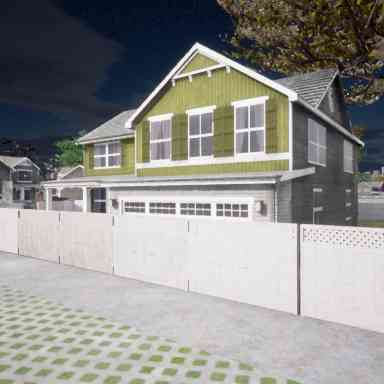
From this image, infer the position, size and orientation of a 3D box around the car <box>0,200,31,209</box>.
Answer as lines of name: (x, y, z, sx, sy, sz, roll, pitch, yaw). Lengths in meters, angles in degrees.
car: (-18.114, 1.596, 32.505, 1.837, 1.490, 4.892, 0, 0, 18)

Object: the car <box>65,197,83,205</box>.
car: (-14.964, 1.486, 41.879, 2.097, 1.767, 4.553, 0, 0, 20)
